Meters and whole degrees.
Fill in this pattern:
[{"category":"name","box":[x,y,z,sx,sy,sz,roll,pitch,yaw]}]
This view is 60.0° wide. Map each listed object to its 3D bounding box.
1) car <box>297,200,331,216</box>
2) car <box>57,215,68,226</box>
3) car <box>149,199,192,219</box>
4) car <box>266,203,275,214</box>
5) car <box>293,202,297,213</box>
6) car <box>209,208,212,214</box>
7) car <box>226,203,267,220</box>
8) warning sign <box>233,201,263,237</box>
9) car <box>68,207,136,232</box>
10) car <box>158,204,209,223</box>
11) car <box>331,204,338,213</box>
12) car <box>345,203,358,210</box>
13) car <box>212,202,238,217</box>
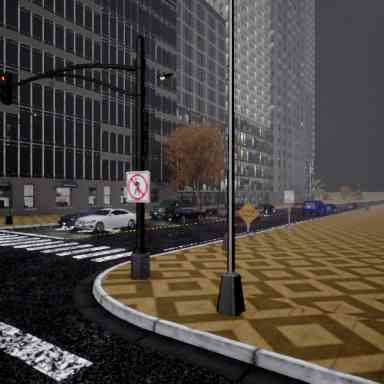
[{"category":"car","box":[16.198,2.066,43.973,2.150,2.045,5.566,0,-1,35]},{"category":"car","box":[-7.495,1.873,25.514,2.033,1.411,5.357,0,-1,33]},{"category":"car","box":[-1.964,1.730,34.071,2.150,2.045,5.566,0,-1,33]},{"category":"car","box":[10.160,2.325,46.779,1.837,1.490,4.892,0,-1,33]},{"category":"car","box":[17.130,2.310,51.320,2.097,1.767,4.553,0,-1,33]},{"category":"car","box":[3.488,2.289,42.494,1.895,1.301,4.718,0,-1,33]},{"category":"car","box":[5.568,2.104,33.377,1.812,1.442,4.674,0,-1,33]},{"category":"warning sign","box":[3.145,1.454,18.548,1.300,1.860,1.060,1,1,33]},{"category":"car","box":[-5.619,1.827,22.462,1.812,1.442,4.674,0,-1,33]},{"category":"car","box":[-0.664,2.066,30.099,1.895,1.301,4.718,0,-1,33]},{"category":"car","box":[21.953,2.558,52.942,1.812,1.442,4.674,0,-1,33]},{"category":"car","box":[31.545,2.837,65.693,1.812,1.442,4.674,0,-1,33]},{"category":"car","box":[4.654,1.992,38.315,2.097,1.767,4.553,0,-1,33]}]
